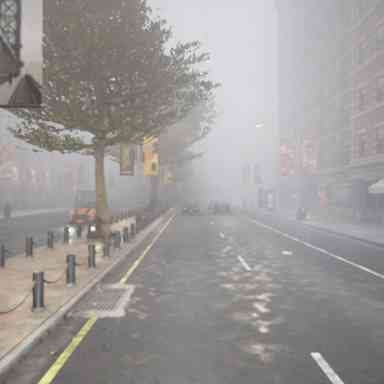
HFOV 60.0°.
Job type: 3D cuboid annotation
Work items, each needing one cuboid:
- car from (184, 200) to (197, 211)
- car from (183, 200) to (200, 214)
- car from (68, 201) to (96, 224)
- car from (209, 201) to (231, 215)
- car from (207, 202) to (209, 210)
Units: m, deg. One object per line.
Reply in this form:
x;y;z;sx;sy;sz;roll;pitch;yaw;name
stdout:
-0.187;1.847;47.590;1.812;1.442;4.674;0;0;1;car
-0.120;1.861;38.485;1.895;1.301;4.718;0;0;0;car
-8.149;1.551;26.481;2.097;1.767;4.553;0;0;0;car
3.316;1.733;37.896;1.882;1.535;5.008;0;0;0;car
3.260;1.880;46.883;1.994;1.385;4.181;0;0;0;car
